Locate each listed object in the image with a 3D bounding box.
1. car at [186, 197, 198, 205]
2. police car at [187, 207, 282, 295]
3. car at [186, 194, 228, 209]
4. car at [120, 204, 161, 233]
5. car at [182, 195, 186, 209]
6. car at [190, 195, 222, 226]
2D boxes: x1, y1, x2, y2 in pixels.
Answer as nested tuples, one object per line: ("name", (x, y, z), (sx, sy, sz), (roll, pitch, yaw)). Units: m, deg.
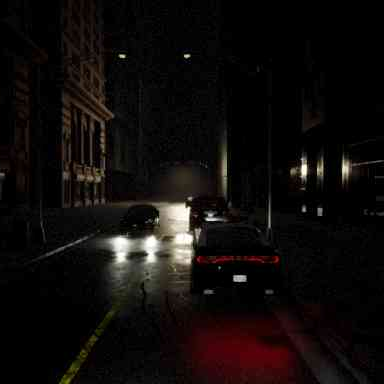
("car", (0.039, 1.564, 59.846), (2.033, 1.411, 5.357), (0, 0, 0))
("police car", (0.904, 1.425, 8.853), (1.930, 1.638, 5.238), (0, 0, 0))
("car", (0.911, 1.230, 18.773), (2.150, 2.045, 5.566), (0, 0, 0))
("car", (-2.988, 1.483, 19.945), (1.882, 1.535, 5.008), (0, 0, 0))
("car", (0.043, 1.509, 46.156), (2.128, 1.511, 4.902), (0, 0, 0))
("car", (0.915, 1.234, 24.773), (2.150, 2.045, 5.566), (0, 0, 0))
